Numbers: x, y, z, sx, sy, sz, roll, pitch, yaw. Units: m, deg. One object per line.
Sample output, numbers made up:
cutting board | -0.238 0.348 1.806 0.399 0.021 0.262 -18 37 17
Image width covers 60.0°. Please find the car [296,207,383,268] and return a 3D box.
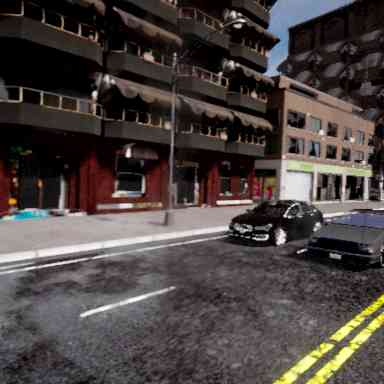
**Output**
car | 5.646 1.272 10.581 5.357 1.411 2.033 -1 3 -45

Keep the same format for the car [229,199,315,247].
car | 3.422 1.071 12.919 4.892 1.490 1.837 -1 3 -45
